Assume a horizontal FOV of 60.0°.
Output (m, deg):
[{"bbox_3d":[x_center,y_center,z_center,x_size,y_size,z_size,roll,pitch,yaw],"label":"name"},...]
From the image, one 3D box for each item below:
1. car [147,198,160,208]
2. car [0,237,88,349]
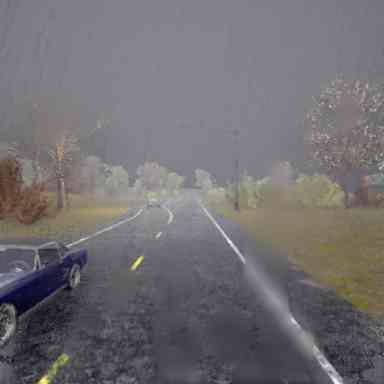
[{"bbox_3d":[-5.691,1.636,49.150,1.812,1.442,4.674,0,0,-7],"label":"car"},{"bbox_3d":[-3.602,1.622,6.362,1.895,1.301,4.718,0,0,0],"label":"car"}]
